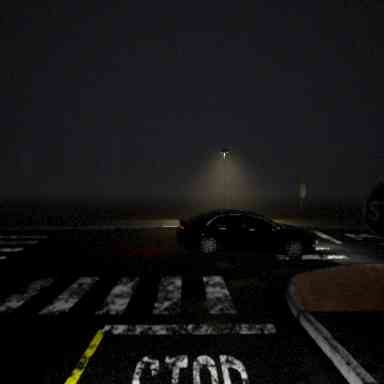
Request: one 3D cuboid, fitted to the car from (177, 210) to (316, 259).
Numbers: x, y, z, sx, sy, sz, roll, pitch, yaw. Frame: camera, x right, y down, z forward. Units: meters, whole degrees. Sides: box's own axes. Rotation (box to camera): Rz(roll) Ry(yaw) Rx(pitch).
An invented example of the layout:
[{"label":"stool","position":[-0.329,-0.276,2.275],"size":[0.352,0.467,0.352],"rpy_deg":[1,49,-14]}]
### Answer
[{"label":"car","position":[1.906,1.422,11.910],"size":[4.892,1.490,1.837],"rpy_deg":[2,3,-2]}]
